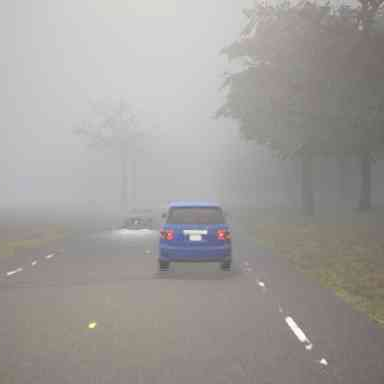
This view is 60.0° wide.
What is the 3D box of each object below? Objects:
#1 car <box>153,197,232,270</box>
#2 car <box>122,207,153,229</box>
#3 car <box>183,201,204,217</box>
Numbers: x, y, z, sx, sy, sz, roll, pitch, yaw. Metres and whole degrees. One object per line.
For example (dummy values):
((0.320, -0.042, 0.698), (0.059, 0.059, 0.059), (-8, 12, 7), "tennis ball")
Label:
((0.100, 1.339, 11.630), (2.150, 2.045, 5.566), (0, 0, 0), "car")
((-3.585, 1.729, 23.282), (1.994, 1.385, 4.181), (0, 0, 0), "car")
((0.118, 1.713, 34.283), (2.033, 1.411, 5.357), (0, 0, 0), "car")
